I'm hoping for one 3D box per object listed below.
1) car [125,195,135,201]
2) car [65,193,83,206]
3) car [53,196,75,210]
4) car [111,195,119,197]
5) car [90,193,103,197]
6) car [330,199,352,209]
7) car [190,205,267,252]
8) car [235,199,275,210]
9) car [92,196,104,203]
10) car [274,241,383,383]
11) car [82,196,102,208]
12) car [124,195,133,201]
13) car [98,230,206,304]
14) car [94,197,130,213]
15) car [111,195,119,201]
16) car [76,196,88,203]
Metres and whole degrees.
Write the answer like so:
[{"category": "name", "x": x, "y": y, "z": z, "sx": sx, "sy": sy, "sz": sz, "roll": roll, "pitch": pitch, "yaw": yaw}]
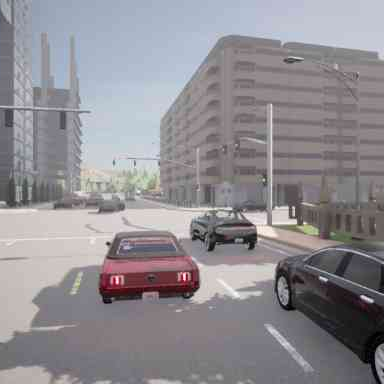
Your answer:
[{"category": "car", "x": -14.764, "y": 1.591, "z": 79.457, "sx": 1.895, "sy": 1.301, "sz": 4.718, "roll": 0, "pitch": 0, "yaw": -14}, {"category": "car", "x": -19.284, "y": 1.221, "z": 53.262, "sx": 2.150, "sy": 2.045, "sz": 5.566, "roll": 0, "pitch": 0, "yaw": -13}, {"category": "car", "x": -16.986, "y": 1.601, "z": 43.775, "sx": 1.895, "sy": 1.301, "sz": 4.718, "roll": 0, "pitch": 0, "yaw": -14}, {"category": "car", "x": -18.155, "y": 1.548, "z": 78.589, "sx": 1.994, "sy": 1.385, "sz": 4.181, "roll": 0, "pitch": 0, "yaw": -14}, {"category": "car", "x": -16.993, "y": 1.221, "z": 58.723, "sx": 2.150, "sy": 2.045, "sz": 5.566, "roll": 0, "pitch": 0, "yaw": -13}, {"category": "car", "x": 17.183, "y": 1.603, "z": 40.313, "sx": 5.357, "sy": 1.411, "sz": 2.033, "roll": 0, "pitch": 0, "yaw": -15}, {"category": "car", "x": 1.155, "y": 1.492, "z": 14.081, "sx": 2.128, "sy": 1.511, "sz": 4.902, "roll": 0, "pitch": 0, "yaw": -12}, {"category": "car", "x": 6.987, "y": 1.560, "z": 37.768, "sx": 4.892, "sy": 1.490, "sz": 1.837, "roll": 0, "pitch": 0, "yaw": -14}, {"category": "car", "x": -19.344, "y": 1.525, "z": 68.672, "sx": 2.128, "sy": 1.511, "sz": 4.902, "roll": 0, "pitch": 0, "yaw": -14}, {"category": "car", "x": 2.821, "y": 1.505, "z": 5.010, "sx": 1.837, "sy": 1.490, "sz": 4.892, "roll": 0, "pitch": 0, "yaw": -7}, {"category": "car", "x": -14.703, "y": 1.601, "z": 49.235, "sx": 1.895, "sy": 1.301, "sz": 4.718, "roll": 0, "pitch": 0, "yaw": -13}, {"category": "car", "x": -17.135, "y": 1.535, "z": 89.204, "sx": 2.033, "sy": 1.411, "sz": 5.357, "roll": 0, "pitch": 0, "yaw": -14}, {"category": "car", "x": -1.173, "y": 1.601, "z": 8.230, "sx": 1.895, "sy": 1.301, "sz": 4.718, "roll": 0, "pitch": 0, "yaw": -11}, {"category": "car", "x": -8.839, "y": 1.566, "z": 37.081, "sx": 1.994, "sy": 1.385, "sz": 4.181, "roll": 0, "pitch": 0, "yaw": 7}, {"category": "car", "x": -20.536, "y": 1.548, "z": 88.376, "sx": 1.994, "sy": 1.385, "sz": 4.181, "roll": 0, "pitch": 0, "yaw": -14}, {"category": "car", "x": -23.946, "y": 1.539, "z": 72.781, "sx": 2.033, "sy": 1.411, "sz": 5.357, "roll": 0, "pitch": 0, "yaw": -14}]
